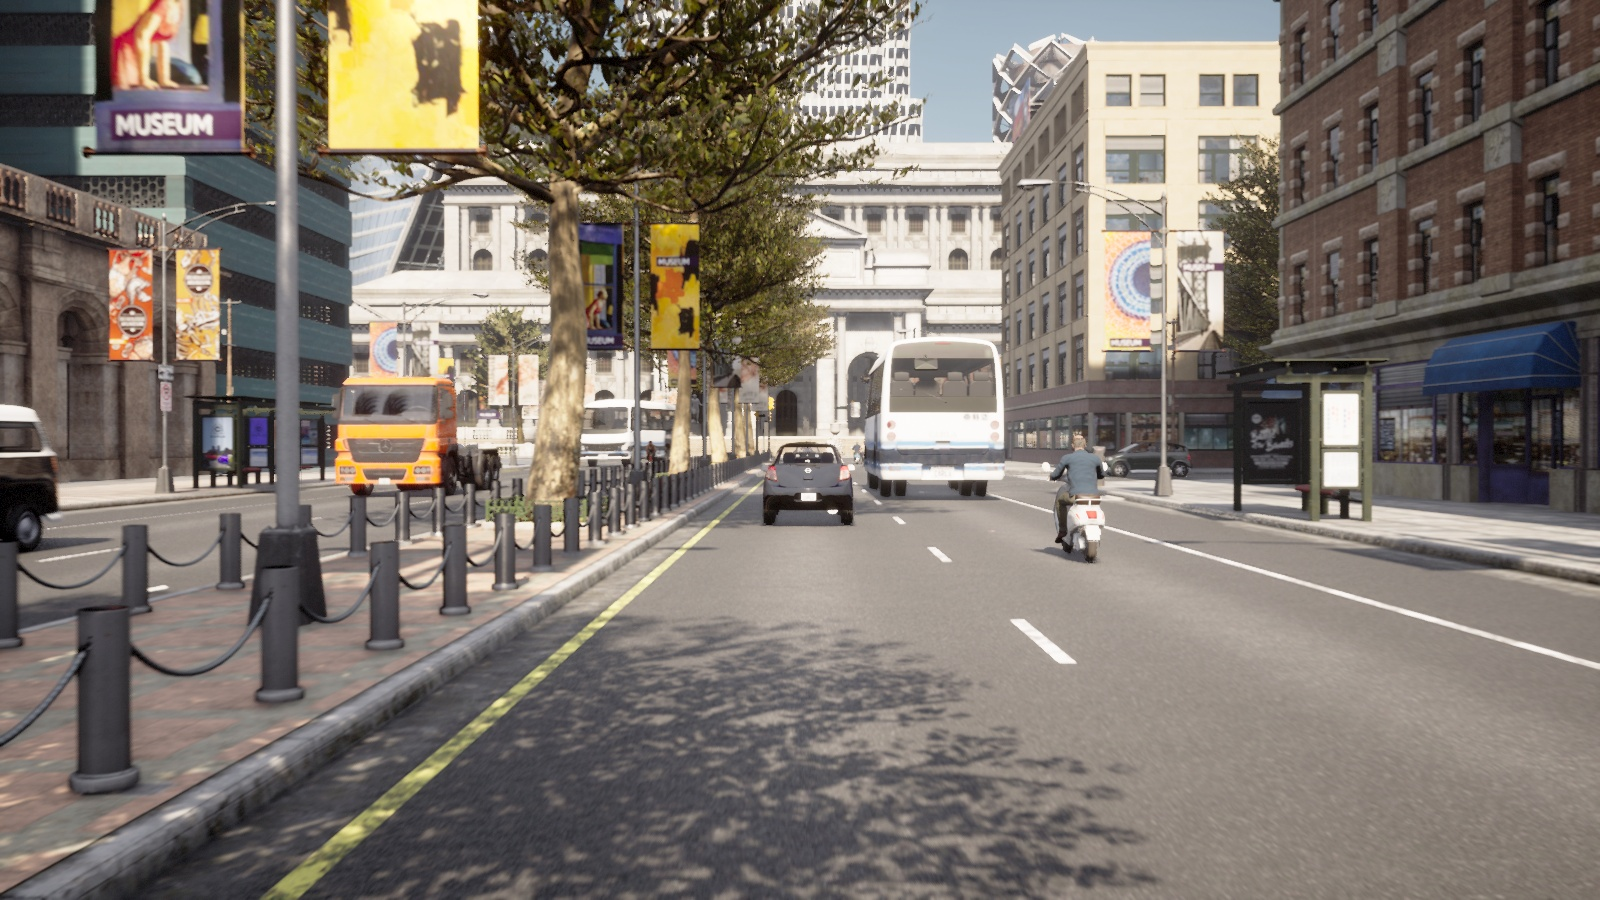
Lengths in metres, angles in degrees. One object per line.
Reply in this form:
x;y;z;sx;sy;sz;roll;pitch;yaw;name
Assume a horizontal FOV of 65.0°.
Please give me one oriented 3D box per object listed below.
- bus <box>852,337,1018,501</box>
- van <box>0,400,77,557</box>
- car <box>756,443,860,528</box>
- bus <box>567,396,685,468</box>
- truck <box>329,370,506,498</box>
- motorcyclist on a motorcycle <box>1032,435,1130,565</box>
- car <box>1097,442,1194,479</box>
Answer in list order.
3.720;-0.839;37.765;3.944;4.253;10.273;0;0;0;bus
-11.395;0.372;15.731;2.069;2.038;4.480;0;0;0;van
0.152;0.625;24.131;1.845;1.501;3.633;0;0;0;car
-10.911;-1.091;80.322;3.944;4.253;10.273;0;0;14;bus
-11.269;-0.458;37.940;2.891;3.462;7.936;0;0;0;truck
3.606;0.611;16.262;0.866;1.590;1.817;0;0;0;motorcyclist on a motorcycle
14.835;0.433;54.033;3.705;1.549;1.789;0;0;1;car
